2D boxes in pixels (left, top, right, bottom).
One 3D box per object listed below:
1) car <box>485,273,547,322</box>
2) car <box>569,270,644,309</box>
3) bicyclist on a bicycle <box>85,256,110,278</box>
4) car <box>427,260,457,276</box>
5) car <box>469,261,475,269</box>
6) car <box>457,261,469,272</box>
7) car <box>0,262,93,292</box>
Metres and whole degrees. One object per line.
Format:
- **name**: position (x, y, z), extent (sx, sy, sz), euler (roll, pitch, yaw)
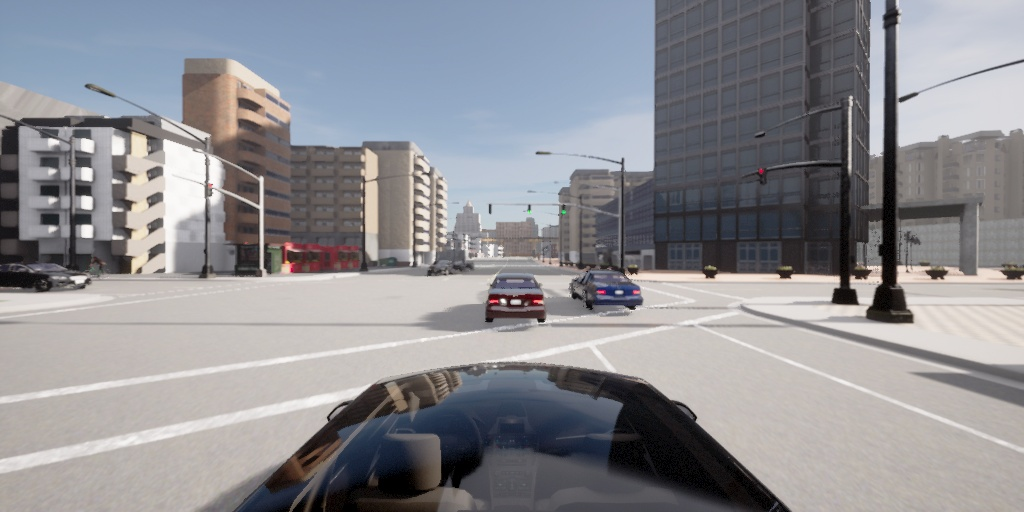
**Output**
- **car**: position (0.102, 1.267, 12.133), extent (2.033, 1.411, 5.357), euler (0, 0, 0)
- **car**: position (3.602, 1.266, 14.573), extent (2.033, 1.411, 5.357), euler (0, 0, 0)
- **bicyclist on a bicycle**: position (-30.770, 0.847, 26.610), extent (0.582, 1.620, 1.656), euler (0, 0, 0)
- **car**: position (-7.063, 1.176, 35.597), extent (1.837, 1.490, 4.892), euler (0, 0, 0)
- **car**: position (-7.017, 1.422, 55.862), extent (1.895, 1.301, 4.718), euler (0, -1, 1)
- **car**: position (-7.052, 1.333, 45.681), extent (1.895, 1.301, 4.718), euler (0, 0, 0)
- **car**: position (-25.422, 1.095, 19.091), extent (4.902, 1.511, 2.128), euler (0, 0, 1)
